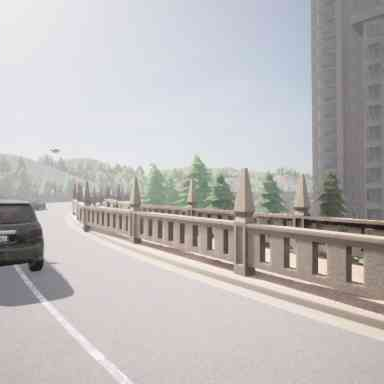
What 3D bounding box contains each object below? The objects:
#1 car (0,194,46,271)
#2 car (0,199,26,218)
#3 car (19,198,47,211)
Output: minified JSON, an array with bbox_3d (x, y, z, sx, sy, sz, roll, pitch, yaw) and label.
[{"bbox_3d":[-6.064,1.223,10.239,2.150,2.045,5.566,0,0,-33],"label":"car"},{"bbox_3d":[-17.228,1.465,31.530,1.882,1.535,5.008,0,0,-17],"label":"car"},{"bbox_3d":[-19.612,1.538,41.243,1.994,1.385,4.181,0,0,-10],"label":"car"}]
